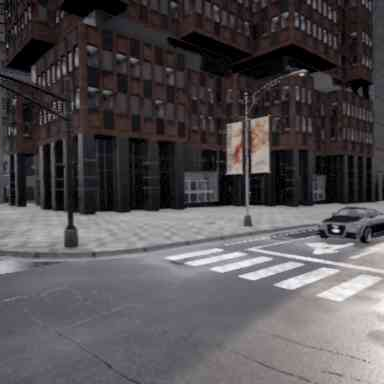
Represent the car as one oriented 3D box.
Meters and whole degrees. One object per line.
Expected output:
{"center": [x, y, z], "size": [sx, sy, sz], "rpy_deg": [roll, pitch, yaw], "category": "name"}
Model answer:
{"center": [7.403, 1.392, 15.031], "size": [4.181, 1.385, 1.994], "rpy_deg": [-1, 1, -42], "category": "car"}
